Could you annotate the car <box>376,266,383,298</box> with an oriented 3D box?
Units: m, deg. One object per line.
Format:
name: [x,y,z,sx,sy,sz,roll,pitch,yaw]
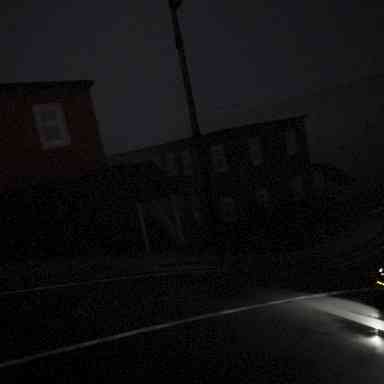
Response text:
car: [6.824,2.250,8.877,4.892,1.490,1.837,11,-6,-35]
